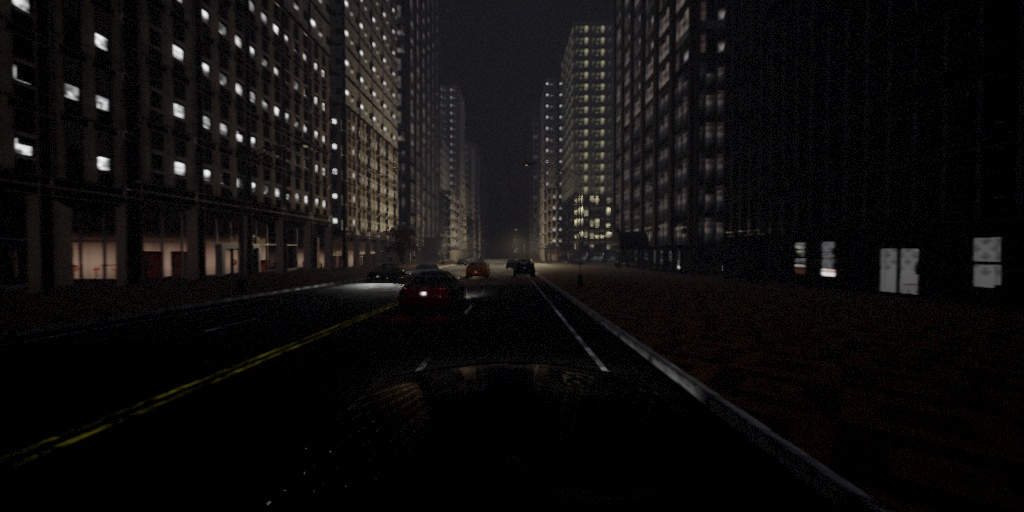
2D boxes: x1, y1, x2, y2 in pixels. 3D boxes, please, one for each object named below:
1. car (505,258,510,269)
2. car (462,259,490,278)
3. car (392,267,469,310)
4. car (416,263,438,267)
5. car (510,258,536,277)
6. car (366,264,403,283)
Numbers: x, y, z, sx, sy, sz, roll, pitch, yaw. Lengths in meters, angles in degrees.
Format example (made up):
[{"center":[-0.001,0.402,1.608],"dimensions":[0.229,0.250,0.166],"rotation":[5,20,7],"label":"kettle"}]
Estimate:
[{"center":[0.008,1.275,55.452],"dimensions":[1.812,1.442,4.674],"rotation":[0,0,0],"label":"car"},{"center":[-3.154,1.227,33.609],"dimensions":[1.882,1.535,5.008],"rotation":[0,0,0],"label":"car"},{"center":[-3.151,1.313,14.794],"dimensions":[1.994,1.385,4.181],"rotation":[0,0,0],"label":"car"},{"center":[-6.593,1.275,27.728],"dimensions":[1.812,1.442,4.674],"rotation":[0,0,0],"label":"car"},{"center":[1.133,1.100,34.814],"dimensions":[2.097,1.767,4.553],"rotation":[0,0,0],"label":"car"},{"center":[-9.840,1.313,28.247],"dimensions":[1.994,1.385,4.181],"rotation":[0,0,0],"label":"car"}]
